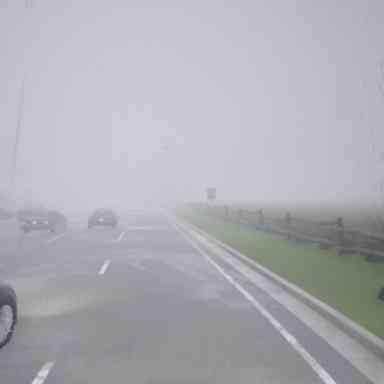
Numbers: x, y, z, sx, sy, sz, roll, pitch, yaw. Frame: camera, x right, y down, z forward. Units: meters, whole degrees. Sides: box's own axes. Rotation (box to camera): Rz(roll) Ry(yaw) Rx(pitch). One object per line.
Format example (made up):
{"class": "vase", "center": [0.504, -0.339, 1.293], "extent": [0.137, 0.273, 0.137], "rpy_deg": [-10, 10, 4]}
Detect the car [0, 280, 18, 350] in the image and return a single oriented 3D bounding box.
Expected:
{"class": "car", "center": [-3.584, 1.589, 3.443], "extent": [1.837, 1.490, 4.892], "rpy_deg": [0, -1, -5]}

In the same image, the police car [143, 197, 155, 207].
{"class": "police car", "center": [-8.901, 2.256, 70.935], "extent": [1.930, 1.638, 5.238], "rpy_deg": [-1, -1, -9]}

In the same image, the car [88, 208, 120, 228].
{"class": "car", "center": [-6.607, 1.906, 25.155], "extent": [1.994, 1.385, 4.181], "rpy_deg": [-1, -1, -8]}

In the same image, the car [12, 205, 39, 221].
{"class": "car", "center": [-14.533, 1.986, 30.904], "extent": [1.882, 1.535, 5.008], "rpy_deg": [-1, -1, -8]}

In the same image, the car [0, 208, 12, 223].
{"class": "car", "center": [-18.082, 2.158, 30.990], "extent": [1.895, 1.301, 4.718], "rpy_deg": [-1, -1, -8]}

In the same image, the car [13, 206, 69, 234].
{"class": "car", "center": [-9.706, 1.903, 22.220], "extent": [2.033, 1.411, 5.357], "rpy_deg": [-1, -1, -8]}
